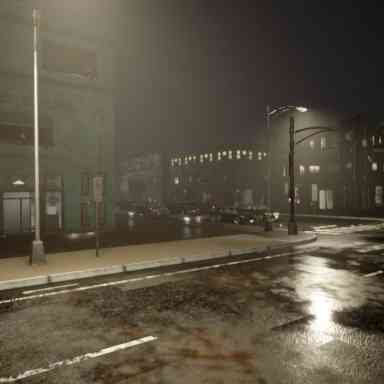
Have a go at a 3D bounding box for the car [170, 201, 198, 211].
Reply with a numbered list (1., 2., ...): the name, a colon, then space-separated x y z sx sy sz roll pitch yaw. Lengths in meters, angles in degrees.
1. car: -1.195 1.964 47.076 1.802 1.307 4.206 -2 0 -35

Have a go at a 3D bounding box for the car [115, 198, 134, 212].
1. car: -8.940 2.025 48.027 1.812 1.442 4.674 -1 0 -36

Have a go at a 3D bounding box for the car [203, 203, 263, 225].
1. car: 3.140 1.813 26.331 1.947 1.339 4.313 -2 0 -35

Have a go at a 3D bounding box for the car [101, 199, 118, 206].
1. car: -17.251 2.225 69.619 1.887 1.381 4.507 -1 0 -35

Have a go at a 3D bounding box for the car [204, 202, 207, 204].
1. car: -0.690 1.862 41.913 1.837 1.490 4.892 -1 0 -35

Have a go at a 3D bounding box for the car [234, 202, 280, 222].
1. car: 5.199 1.714 28.111 2.128 1.511 4.902 -1 0 -37

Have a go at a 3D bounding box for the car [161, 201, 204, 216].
1. car: -1.133 1.853 37.021 1.837 1.490 4.892 -1 0 -35

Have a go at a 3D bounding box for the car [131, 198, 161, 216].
1. car: -4.814 1.845 37.704 1.967 1.590 4.097 -1 0 -35

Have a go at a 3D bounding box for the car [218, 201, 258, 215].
1. car: 5.225 1.808 38.058 2.008 1.369 4.403 -2 0 -35

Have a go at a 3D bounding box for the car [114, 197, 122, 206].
1. car: -14.045 1.938 65.110 2.192 1.841 5.009 -1 0 -35
